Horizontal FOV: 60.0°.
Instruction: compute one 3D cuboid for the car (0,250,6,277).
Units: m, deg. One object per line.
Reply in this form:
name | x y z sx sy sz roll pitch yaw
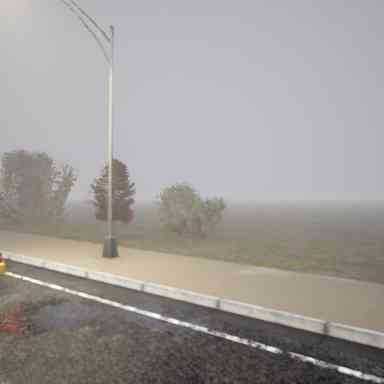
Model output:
car | -6.721 1.446 8.346 5.366 1.575 1.801 0 0 35
